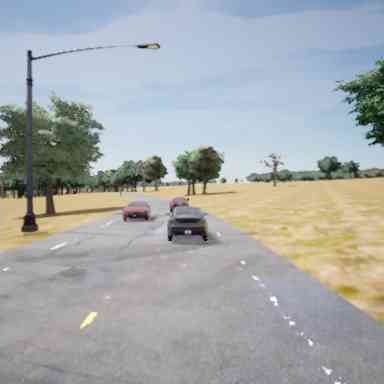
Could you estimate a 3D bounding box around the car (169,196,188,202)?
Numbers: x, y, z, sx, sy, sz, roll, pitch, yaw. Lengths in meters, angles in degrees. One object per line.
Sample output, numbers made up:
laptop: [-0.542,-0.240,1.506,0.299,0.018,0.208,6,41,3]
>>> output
car: [-1.456,1.326,37.416,2.097,1.767,4.553,0,0,-4]

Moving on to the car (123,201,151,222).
car: [-4.306,1.443,26.554,1.882,1.535,5.008,0,0,-3]

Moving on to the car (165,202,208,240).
car: [-0.256,1.469,16.746,1.837,1.490,4.892,0,0,-2]
